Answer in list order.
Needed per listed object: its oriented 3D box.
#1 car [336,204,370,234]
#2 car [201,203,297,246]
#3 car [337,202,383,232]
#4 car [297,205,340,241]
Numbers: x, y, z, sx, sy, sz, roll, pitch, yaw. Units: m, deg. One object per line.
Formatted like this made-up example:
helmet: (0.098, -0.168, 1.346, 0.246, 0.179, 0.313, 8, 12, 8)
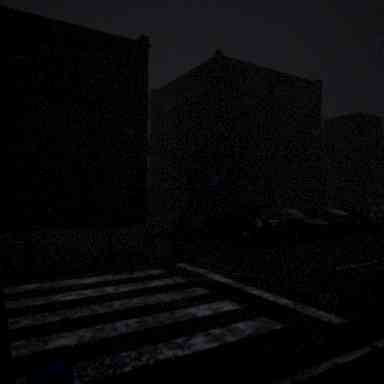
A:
car: (7.023, 1.552, 18.722, 2.002, 1.452, 4.674, 0, 0, -32)
car: (2.338, 1.361, 15.808, 2.185, 1.767, 4.553, 0, 0, -32)
car: (9.389, 1.398, 20.141, 2.185, 1.767, 4.553, 0, 0, -32)
car: (4.671, 1.501, 17.286, 2.097, 1.535, 5.008, 0, 0, -32)
